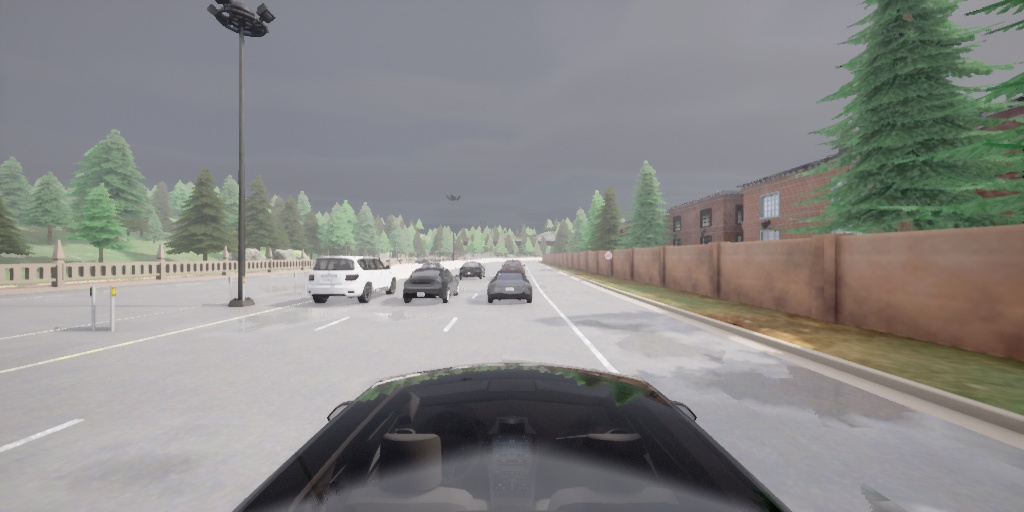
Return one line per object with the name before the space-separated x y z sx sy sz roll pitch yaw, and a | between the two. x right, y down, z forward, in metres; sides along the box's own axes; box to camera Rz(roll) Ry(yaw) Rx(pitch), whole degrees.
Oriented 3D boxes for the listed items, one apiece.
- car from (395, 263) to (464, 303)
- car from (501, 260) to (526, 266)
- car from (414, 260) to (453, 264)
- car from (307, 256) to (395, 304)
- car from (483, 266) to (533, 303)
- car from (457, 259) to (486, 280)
car | -3.599 1.263 16.544 1.837 1.490 4.892 0 0 0
car | 0.105 1.114 31.183 2.097 1.767 4.553 0 0 1
car | -6.892 1.310 31.376 2.033 1.411 5.357 0 0 1
car | -7.099 1.005 16.556 2.150 2.045 5.566 0 0 0
car | -0.099 1.320 16.562 1.994 1.385 4.181 0 0 0
car | -3.393 1.232 31.295 1.882 1.535 5.008 0 0 1
